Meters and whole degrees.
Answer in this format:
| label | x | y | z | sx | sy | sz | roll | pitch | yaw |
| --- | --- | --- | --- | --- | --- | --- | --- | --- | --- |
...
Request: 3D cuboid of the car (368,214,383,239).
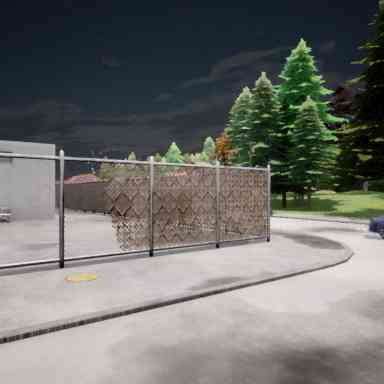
| label | x | y | z | sx | sy | sz | roll | pitch | yaw |
| --- | --- | --- | --- | --- | --- | --- | --- | --- | --- |
| car | 10.565 | 1.525 | 15.049 | 1.812 | 1.442 | 4.674 | 0 | 0 | -44 |
